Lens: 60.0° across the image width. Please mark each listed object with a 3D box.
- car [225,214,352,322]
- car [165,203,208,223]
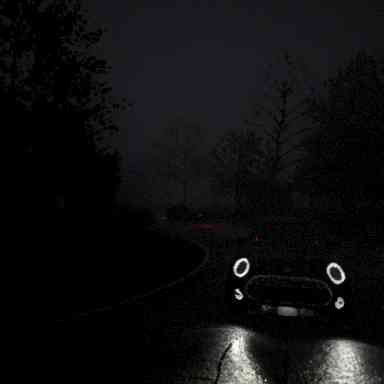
[{"bbox_3d":[2.156,1.381,7.590,2.097,1.767,4.553,0,-1,15],"label":"car"},{"bbox_3d":[-0.558,1.647,27.543,1.882,1.535,5.008,1,-1,-29],"label":"car"}]
